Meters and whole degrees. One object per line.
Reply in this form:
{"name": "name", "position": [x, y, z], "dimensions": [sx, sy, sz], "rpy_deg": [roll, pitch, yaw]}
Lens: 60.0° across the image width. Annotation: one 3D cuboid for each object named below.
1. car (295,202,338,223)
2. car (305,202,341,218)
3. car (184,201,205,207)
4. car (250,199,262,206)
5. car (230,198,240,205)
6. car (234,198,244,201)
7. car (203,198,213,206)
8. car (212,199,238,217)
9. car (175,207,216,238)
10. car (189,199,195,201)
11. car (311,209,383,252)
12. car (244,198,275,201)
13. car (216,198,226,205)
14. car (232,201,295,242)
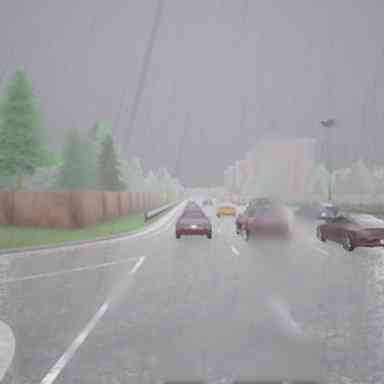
{"name": "car", "position": [10.590, 1.870, 29.109], "dimensions": [2.033, 1.411, 5.357], "rpy_deg": [0, -1, 0]}
{"name": "car", "position": [14.087, 1.877, 36.124], "dimensions": [1.882, 1.535, 5.008], "rpy_deg": [0, -1, 0]}
{"name": "car", "position": [0.086, 1.955, 35.349], "dimensions": [1.994, 1.385, 4.181], "rpy_deg": [0, -1, 0]}
{"name": "car", "position": [13.972, 2.353, 72.766], "dimensions": [1.994, 1.385, 4.181], "rpy_deg": [0, -1, 0]}
{"name": "car", "position": [10.461, 2.265, 80.712], "dimensions": [1.812, 1.442, 4.674], "rpy_deg": [0, -1, 0]}
{"name": "car", "position": [10.473, 2.297, 70.649], "dimensions": [2.128, 1.511, 4.902], "rpy_deg": [0, -1, 0]}
{"name": "car", "position": [3.472, 2.160, 73.118], "dimensions": [2.097, 1.767, 4.553], "rpy_deg": [0, -1, 0]}
{"name": "car", "position": [3.588, 1.877, 36.118], "dimensions": [1.882, 1.535, 5.008], "rpy_deg": [0, -1, 0]}
{"name": "car", "position": [0.093, 1.777, 19.157], "dimensions": [1.994, 1.385, 4.181], "rpy_deg": [0, -1, 0]}
{"name": "car", "position": [-0.027, 2.304, 71.094], "dimensions": [1.812, 1.442, 4.674], "rpy_deg": [0, -1, 0]}
{"name": "car", "position": [7.095, 1.688, 14.600], "dimensions": [1.812, 1.442, 4.674], "rpy_deg": [0, -1, 0]}
{"name": "car", "position": [7.087, 1.594, 33.660], "dimensions": [2.150, 2.045, 5.566], "rpy_deg": [0, -1, 0]}
{"name": "car", "position": [6.964, 2.244, 80.284], "dimensions": [2.128, 1.511, 4.902], "rpy_deg": [0, -1, 0]}
{"name": "car", "position": [3.594, 1.549, 17.703], "dimensions": [2.097, 1.767, 4.553], "rpy_deg": [0, -1, 0]}
